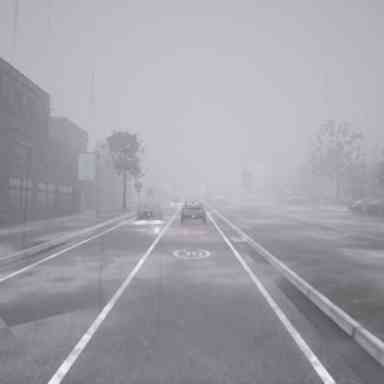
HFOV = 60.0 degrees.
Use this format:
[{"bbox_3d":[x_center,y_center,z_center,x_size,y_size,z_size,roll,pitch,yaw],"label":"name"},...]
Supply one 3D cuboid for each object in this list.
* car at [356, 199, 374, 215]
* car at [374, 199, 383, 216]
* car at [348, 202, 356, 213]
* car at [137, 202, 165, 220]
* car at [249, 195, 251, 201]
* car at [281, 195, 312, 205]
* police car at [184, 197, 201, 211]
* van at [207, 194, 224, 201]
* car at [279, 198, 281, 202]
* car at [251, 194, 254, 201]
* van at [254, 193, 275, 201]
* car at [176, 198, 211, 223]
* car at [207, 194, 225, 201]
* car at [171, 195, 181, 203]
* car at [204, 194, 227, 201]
[{"bbox_3d":[18.697,1.455,31.354,4.892,1.521,2.231,0,0,0],"label":"car"},{"bbox_3d":[18.707,1.455,28.081,5.008,1.535,2.097,0,0,0],"label":"car"},{"bbox_3d":[18.702,1.493,34.630,4.674,1.452,2.002,0,0,0],"label":"car"},{"bbox_3d":[-3.349,1.567,27.634,1.994,1.385,4.181,0,0,0],"label":"car"},{"bbox_3d":[18.684,1.683,88.385,5.366,1.575,1.946,0,-1,0],"label":"car"},{"bbox_3d":[18.752,1.322,58.966,4.553,1.767,2.185,0,0,0],"label":"car"},{"bbox_3d":[0.097,1.508,42.965,2.038,1.542,4.974,0,0,0],"label":"police car"},{"bbox_3d":[6.338,1.482,89.437,4.442,1.987,1.878,0,-1,0],"label":"van"},{"bbox_3d":[18.681,1.489,62.136,4.674,1.452,2.002,0,0,0],"label":"car"},{"bbox_3d":[18.705,1.632,85.725,5.366,1.575,1.946,0,-1,0],"label":"car"},{"bbox_3d":[18.426,1.361,82.933,4.442,1.987,1.878,0,-1,0],"label":"van"},{"bbox_3d":[0.098,1.494,25.701,2.128,1.511,4.902,0,0,0],"label":"car"},{"bbox_3d":[6.278,1.518,86.398,4.553,1.767,2.185,0,-1,0],"label":"car"},{"bbox_3d":[-3.261,1.489,69.286,1.837,1.490,4.892,0,0,0],"label":"car"},{"bbox_3d":[6.085,1.591,83.477,5.366,1.575,1.946,0,-1,0],"label":"car"}]
